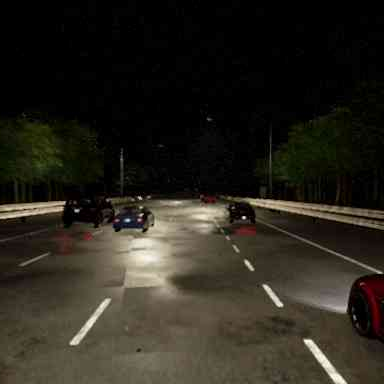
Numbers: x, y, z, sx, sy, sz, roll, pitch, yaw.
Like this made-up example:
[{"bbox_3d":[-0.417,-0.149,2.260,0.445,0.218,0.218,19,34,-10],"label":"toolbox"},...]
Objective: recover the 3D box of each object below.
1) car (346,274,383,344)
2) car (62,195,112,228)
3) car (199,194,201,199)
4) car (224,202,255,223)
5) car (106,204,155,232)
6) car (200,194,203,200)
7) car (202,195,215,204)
[{"bbox_3d":[3.598,1.565,3.928,1.994,1.385,4.181,0,0,0],"label":"car"},{"bbox_3d":[-6.896,1.237,22.679,2.150,2.045,5.566,0,0,0],"label":"car"},{"bbox_3d":[3.516,1.567,87.088,2.033,1.649,4.856,0,0,0],"label":"car"},{"bbox_3d":[3.605,1.524,25.441,1.837,1.490,4.892,0,0,0],"label":"car"},{"bbox_3d":[-3.397,1.559,20.162,2.033,1.411,5.357,0,0,0],"label":"car"},{"bbox_3d":[3.513,1.631,76.089,1.837,1.490,4.892,0,0,0],"label":"car"},{"bbox_3d":[3.511,1.589,65.089,1.882,1.535,5.008,0,0,0],"label":"car"}]
